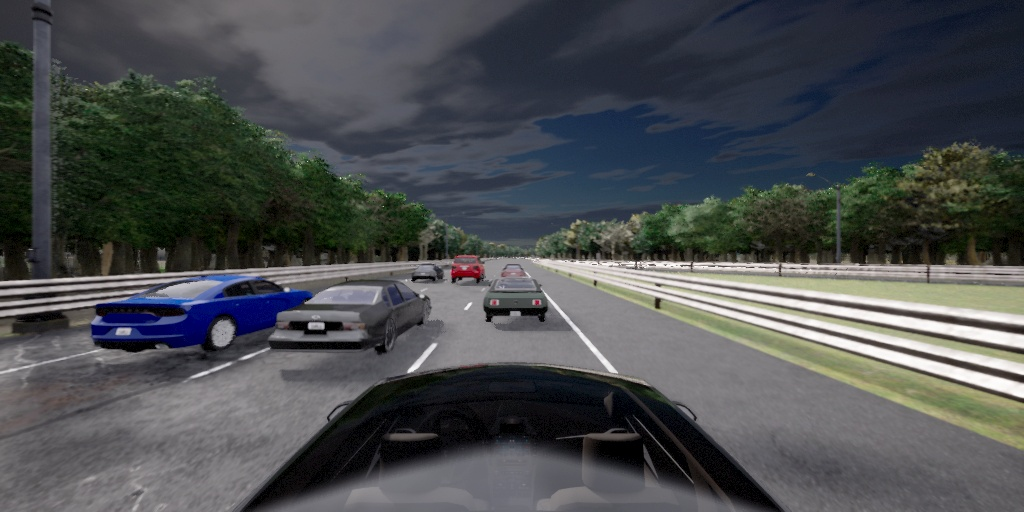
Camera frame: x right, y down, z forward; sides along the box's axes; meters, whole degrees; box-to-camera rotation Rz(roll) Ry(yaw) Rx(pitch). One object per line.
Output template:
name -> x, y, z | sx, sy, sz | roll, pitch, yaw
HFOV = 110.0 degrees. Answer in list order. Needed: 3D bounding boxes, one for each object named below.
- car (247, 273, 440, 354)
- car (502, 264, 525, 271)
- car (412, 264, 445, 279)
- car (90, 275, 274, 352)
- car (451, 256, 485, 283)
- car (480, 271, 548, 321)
car -> -3.392, 1.288, 8.731 | 2.033, 1.411, 5.357 | 1, -1, 0
car -> 0.112, 1.343, 29.660 | 1.994, 1.385, 4.181 | 0, 0, 0
car -> -6.887, 1.343, 29.703 | 1.994, 1.385, 4.181 | 0, 0, 0
car -> -6.896, 1.212, 8.844 | 1.882, 1.535, 5.008 | 0, 0, 0
car -> -3.386, 0.997, 28.253 | 2.150, 2.045, 5.566 | 0, 0, 0
car -> 0.107, 1.357, 12.423 | 1.895, 1.301, 4.718 | 0, 0, 0
